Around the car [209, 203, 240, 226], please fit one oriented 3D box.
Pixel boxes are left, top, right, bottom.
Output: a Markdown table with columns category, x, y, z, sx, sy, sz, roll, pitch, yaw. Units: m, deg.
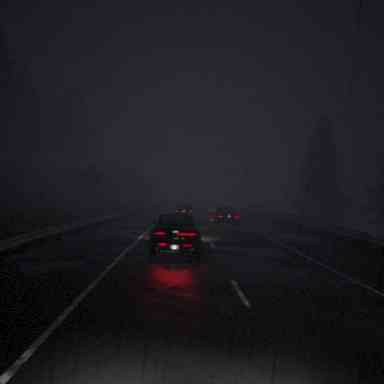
| category | x | y | z | sx | sy | sz | roll | pitch | yaw |
| --- | --- | --- | --- | --- | --- | --- | --- | --- | --- |
| car | 2.764 | 1.874 | 26.997 | 2.033 | 1.411 | 5.357 | 2 | 0 | 1 |

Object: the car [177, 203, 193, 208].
| category | x | y | z | sx | sy | sz | roll | pitch | yaw |
| --- | --- | --- | --- | --- | --- | --- | --- | --- | --- |
| car | -0.696 | 1.797 | 32.150 | 2.033 | 1.411 | 5.357 | 2 | 0 | 0 |

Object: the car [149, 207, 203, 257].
| category | x | y | z | sx | sy | sz | roll | pitch | yaw |
| --- | --- | --- | --- | --- | --- | --- | --- | --- | --- |
| car | -0.634 | 1.598 | 13.492 | 1.837 | 1.490 | 4.892 | 2 | 0 | -1 |
